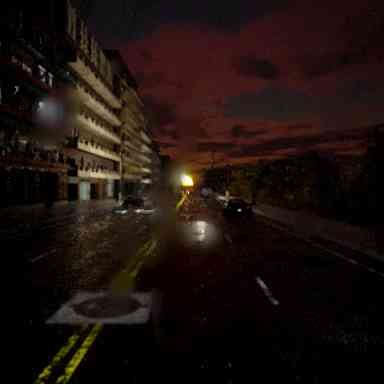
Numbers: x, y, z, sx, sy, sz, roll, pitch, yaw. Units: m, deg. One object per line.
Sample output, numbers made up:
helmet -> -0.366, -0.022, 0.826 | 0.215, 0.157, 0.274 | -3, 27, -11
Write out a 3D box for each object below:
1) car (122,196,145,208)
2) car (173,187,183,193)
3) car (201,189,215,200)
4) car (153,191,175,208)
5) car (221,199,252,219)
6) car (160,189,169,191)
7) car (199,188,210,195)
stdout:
car -> -6.622, 1.069, 37.780 | 1.895, 1.301, 4.718 | 0, 1, 0
car -> -3.316, -0.256, 79.230 | 2.150, 2.045, 5.566 | 0, 1, 0
car -> 3.199, 0.651, 61.098 | 2.163, 1.488, 4.792 | 0, 1, 0
car -> -3.370, 0.935, 38.562 | 1.882, 1.535, 5.008 | 0, 1, 0
car -> 3.329, 1.205, 25.340 | 1.994, 1.385, 4.181 | 0, 1, 0
car -> -6.566, -0.004, 79.261 | 1.882, 1.535, 5.008 | 0, 1, 0
car -> 3.191, 0.220, 72.093 | 2.150, 2.045, 5.566 | 0, 1, 0
